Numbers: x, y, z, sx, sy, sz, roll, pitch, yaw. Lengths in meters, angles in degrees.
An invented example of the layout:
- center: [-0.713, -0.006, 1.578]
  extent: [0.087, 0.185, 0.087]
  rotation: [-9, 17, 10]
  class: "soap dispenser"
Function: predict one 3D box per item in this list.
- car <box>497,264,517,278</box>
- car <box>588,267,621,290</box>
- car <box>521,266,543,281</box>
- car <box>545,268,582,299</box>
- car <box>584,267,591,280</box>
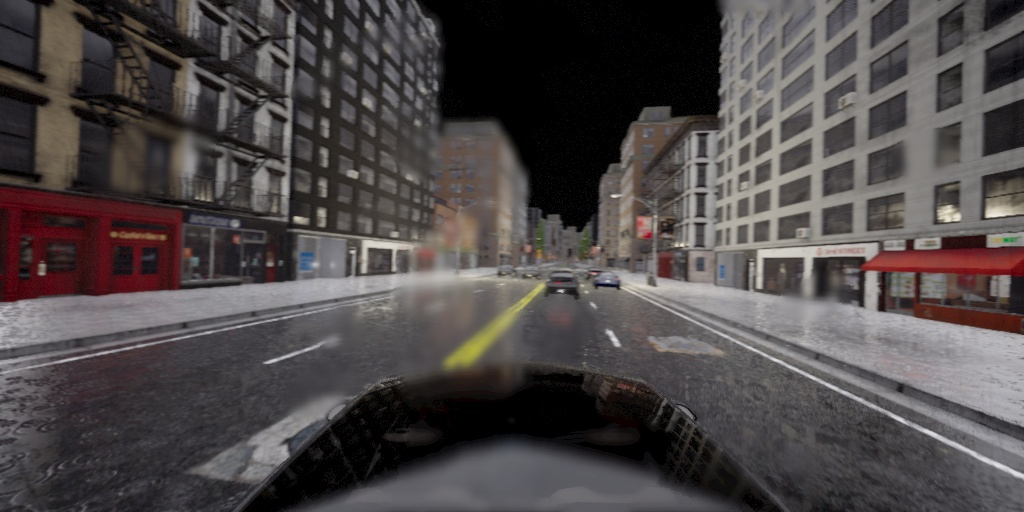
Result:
- center: [-0.511, 1.731, 41.844]
  extent: [1.837, 1.490, 4.892]
  rotation: [2, -1, 9]
  class: "car"
- center: [7.462, 1.884, 28.628]
  extent: [1.994, 1.385, 4.181]
  rotation: [2, -1, 9]
  class: "car"
- center: [2.150, 1.768, 37.873]
  extent: [1.837, 1.490, 4.892]
  rotation: [2, -1, 9]
  class: "car"
- center: [2.961, 1.589, 20.920]
  extent: [1.837, 1.490, 4.892]
  rotation: [2, 0, 9]
  class: "car"
- center: [9.606, 2.061, 42.155]
  extent: [1.837, 1.490, 4.892]
  rotation: [2, 0, 9]
  class: "car"
